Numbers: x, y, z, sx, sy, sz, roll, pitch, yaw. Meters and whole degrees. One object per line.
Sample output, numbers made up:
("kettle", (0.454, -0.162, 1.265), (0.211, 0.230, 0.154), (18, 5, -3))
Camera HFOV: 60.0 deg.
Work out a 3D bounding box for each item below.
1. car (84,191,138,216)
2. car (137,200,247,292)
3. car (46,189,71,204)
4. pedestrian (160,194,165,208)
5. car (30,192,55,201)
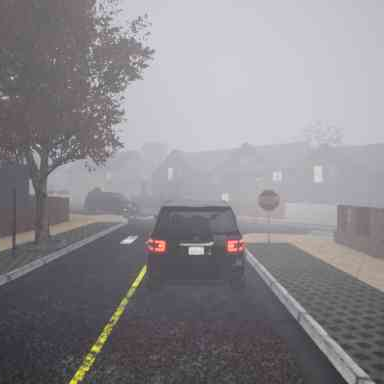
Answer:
("car", (-7.174, 0.990, 29.758), (5.566, 2.045, 2.150), (2, 0, 32))
("car", (0.100, 1.226, 9.085), (2.150, 2.045, 5.566), (0, 0, 0))
("car", (-16.647, 0.634, 39.181), (5.566, 2.045, 2.150), (2, 0, 32))
("pedestrian", (-3.107, 1.091, 34.121), (0.375, 1.860, 0.375), (-1, -5, 32))
("car", (-17.970, 0.898, 36.525), (5.357, 1.411, 2.033), (2, 0, 32))
